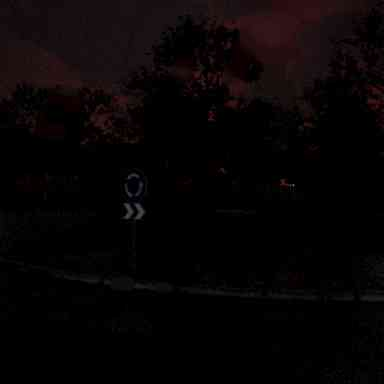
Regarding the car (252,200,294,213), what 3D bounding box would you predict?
[{"bbox_3d":[9.592,1.702,39.580,4.902,1.511,2.128,0,-1,22],"label":"car"}]
